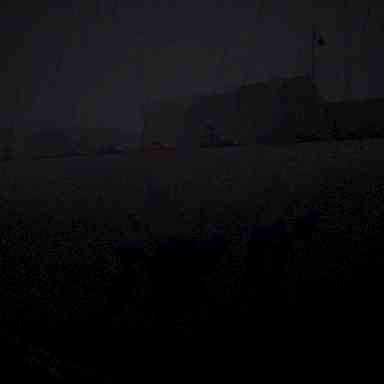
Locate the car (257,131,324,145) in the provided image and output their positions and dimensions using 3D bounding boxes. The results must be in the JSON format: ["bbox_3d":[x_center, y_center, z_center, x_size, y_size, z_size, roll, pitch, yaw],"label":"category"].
[{"bbox_3d":[6.987,-3.493,23.497,4.792,1.488,2.163,1,1,29],"label":"car"}]

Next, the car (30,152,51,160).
[{"bbox_3d":[-16.684,-3.851,38.178,4.892,1.521,2.231,0,0,34],"label":"car"}]

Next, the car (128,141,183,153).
[{"bbox_3d":[-2.760,-3.666,29.117,5.008,1.535,2.097,1,1,32],"label":"car"}]

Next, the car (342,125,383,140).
[{"bbox_3d":[11.850,-3.412,20.888,4.674,1.452,2.002,1,1,28],"label":"car"}]

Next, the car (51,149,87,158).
[{"bbox_3d":[-12.118,-3.803,35.077,4.892,1.521,2.231,1,0,34],"label":"car"}]

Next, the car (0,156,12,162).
[{"bbox_3d":[-25.725,-4.047,44.339,4.553,1.767,2.185,0,0,34],"label":"car"}]

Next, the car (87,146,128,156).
[{"bbox_3d":[-7.471,-3.697,32.047,4.674,1.452,2.002,1,0,33],"label":"car"}]

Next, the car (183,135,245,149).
[{"bbox_3d":[1.994,-3.721,26.299,4.553,1.767,2.185,1,1,31],"label":"car"}]
